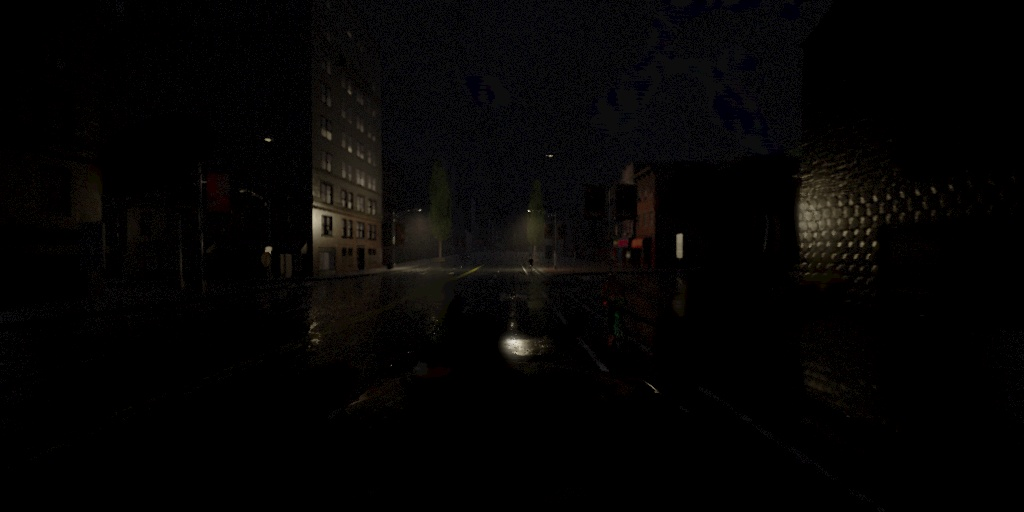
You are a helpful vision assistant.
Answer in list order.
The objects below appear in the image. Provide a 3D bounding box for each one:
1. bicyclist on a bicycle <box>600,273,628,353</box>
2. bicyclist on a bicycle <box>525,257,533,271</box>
[{"bbox_3d":[2.249,1.202,7.911,0.582,1.620,1.656,0,0,0],"label":"bicyclist on a bicycle"},{"bbox_3d":[2.259,0.964,43.545,0.659,1.776,1.843,0,1,0],"label":"bicyclist on a bicycle"}]
